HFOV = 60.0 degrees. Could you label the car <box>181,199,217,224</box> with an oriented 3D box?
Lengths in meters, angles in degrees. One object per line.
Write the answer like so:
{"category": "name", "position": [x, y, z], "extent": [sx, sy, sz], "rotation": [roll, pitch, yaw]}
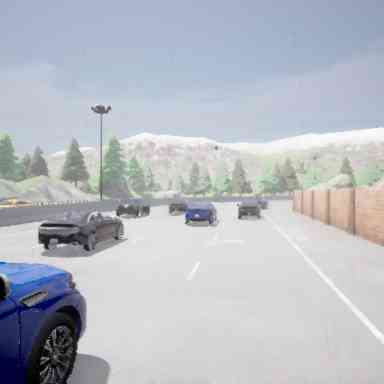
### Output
{"category": "car", "position": [0.735, 1.464, 24.575], "extent": [1.882, 1.535, 5.008], "rotation": [0, 0, 9]}

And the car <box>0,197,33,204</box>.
{"category": "car", "position": [-16.276, 1.457, 30.018], "extent": [1.882, 1.535, 5.008], "rotation": [0, 0, 10]}

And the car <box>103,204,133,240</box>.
{"category": "car", "position": [-4.447, 1.483, 14.040], "extent": [2.128, 1.511, 4.902], "rotation": [0, 0, 9]}

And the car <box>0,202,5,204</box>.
{"category": "car", "position": [-8.546, 1.343, 10.468], "extent": [2.097, 1.767, 4.553], "rotation": [0, 0, 9]}

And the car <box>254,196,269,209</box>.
{"category": "car", "position": [8.826, 1.330, 43.896], "extent": [2.097, 1.767, 4.553], "rotation": [0, 0, 20]}

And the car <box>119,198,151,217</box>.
{"category": "car", "position": [-5.354, 1.332, 30.876], "extent": [2.097, 1.767, 4.553], "rotation": [0, 0, 9]}

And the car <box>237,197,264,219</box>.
{"category": "car", "position": [5.027, 1.491, 29.302], "extent": [1.837, 1.490, 4.892], "rotation": [0, 1, 9]}

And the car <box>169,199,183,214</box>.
{"category": "car", "position": [-1.080, 1.485, 34.955], "extent": [1.837, 1.490, 4.892], "rotation": [0, 0, 11]}

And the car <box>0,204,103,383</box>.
{"category": "car", "position": [-2.772, 1.217, 2.054], "extent": [2.150, 2.045, 5.566], "rotation": [0, 0, 9]}
